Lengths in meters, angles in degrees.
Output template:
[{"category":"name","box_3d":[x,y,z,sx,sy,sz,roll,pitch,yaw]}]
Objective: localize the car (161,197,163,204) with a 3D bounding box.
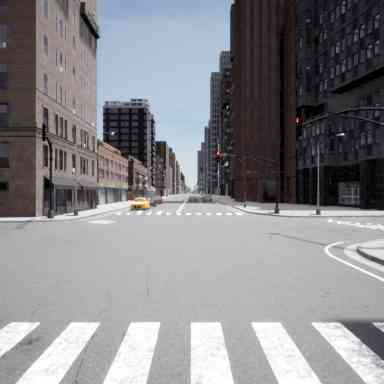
[{"category":"car","box_3d":[-6.464,1.488,61.844,1.882,1.535,5.008,0,0,0]}]

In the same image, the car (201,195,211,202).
[{"category":"car","box_3d":[3.380,1.500,81.363,2.128,1.511,4.902,0,0,0]}]

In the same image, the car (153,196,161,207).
[{"category":"car","box_3d":[-6.501,1.574,51.423,1.994,1.385,4.181,0,0,1]}]

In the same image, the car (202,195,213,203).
[{"category":"car","box_3d":[3.364,1.533,70.943,2.128,1.511,4.902,0,0,0]}]

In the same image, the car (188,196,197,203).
[{"category":"car","box_3d":[0.139,1.527,71.795,2.128,1.511,4.902,0,0,0]}]

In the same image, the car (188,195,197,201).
[{"category":"car","box_3d":[0.132,1.558,82.109,1.994,1.385,4.181,0,0,0]}]

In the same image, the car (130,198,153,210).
[{"category":"car","box_3d":[-6.530,1.486,42.173,1.882,1.535,5.008,0,0,0]}]
